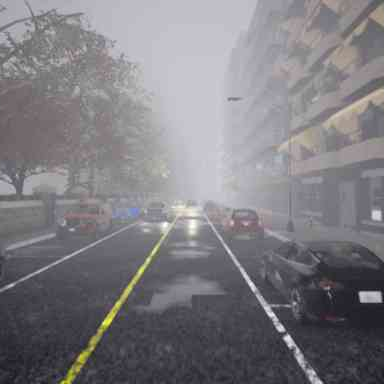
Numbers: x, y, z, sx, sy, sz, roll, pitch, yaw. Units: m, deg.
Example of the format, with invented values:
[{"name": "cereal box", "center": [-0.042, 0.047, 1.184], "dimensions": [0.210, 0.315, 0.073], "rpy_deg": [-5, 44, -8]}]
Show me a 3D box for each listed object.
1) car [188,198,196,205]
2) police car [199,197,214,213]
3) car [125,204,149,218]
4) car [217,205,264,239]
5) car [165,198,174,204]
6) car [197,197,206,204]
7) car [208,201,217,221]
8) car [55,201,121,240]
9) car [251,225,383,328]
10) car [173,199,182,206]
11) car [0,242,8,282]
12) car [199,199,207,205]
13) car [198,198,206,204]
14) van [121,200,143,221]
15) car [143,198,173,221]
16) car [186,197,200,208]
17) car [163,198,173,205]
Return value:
[{"name": "car", "center": [-0.082, 2.220, 78.027], "dimensions": [1.837, 1.490, 4.892], "rpy_deg": [0, -1, 0]}, {"name": "police car", "center": [2.321, 1.862, 43.362], "dimensions": [1.930, 1.638, 5.238], "rpy_deg": [0, -1, 0]}, {"name": "car", "center": [-5.728, 1.934, 35.220], "dimensions": [1.802, 1.307, 4.206], "rpy_deg": [0, -1, 0]}, {"name": "car", "center": [2.671, 1.619, 18.341], "dimensions": [1.967, 1.590, 4.097], "rpy_deg": [0, -1, 0]}, {"name": "car", "center": [-5.783, 2.348, 85.890], "dimensions": [1.967, 1.590, 4.097], "rpy_deg": [0, -1, 0]}, {"name": "car", "center": [2.591, 2.287, 91.532], "dimensions": [2.192, 1.841, 5.009], "rpy_deg": [0, -1, 0]}, {"name": "car", "center": [2.659, 1.820, 29.770], "dimensions": [1.752, 1.417, 4.829], "rpy_deg": [0, -1, 0]}, {"name": "car", "center": [-5.709, 1.494, 18.333], "dimensions": [2.192, 1.841, 5.009], "rpy_deg": [0, -1, 0]}, {"name": "car", "center": [2.683, 1.634, 7.080], "dimensions": [1.947, 1.339, 4.313], "rpy_deg": [0, -1, 0]}, {"name": "car", "center": [-3.075, 2.215, 71.404], "dimensions": [1.882, 1.535, 5.008], "rpy_deg": [0, -1, 0]}, {"name": "car", "center": [-5.697, 1.635, 7.071], "dimensions": [1.947, 1.339, 4.313], "rpy_deg": [0, -1, 0]}, {"name": "car", "center": [2.604, 2.387, 80.270], "dimensions": [1.887, 1.381, 4.507], "rpy_deg": [0, -1, 0]}, {"name": "car", "center": [2.598, 2.347, 85.900], "dimensions": [1.967, 1.590, 4.097], "rpy_deg": [0, -1, 0]}, {"name": "van", "center": [-5.721, 1.634, 29.592], "dimensions": [1.690, 1.788, 3.998], "rpy_deg": [0, -1, 0]}, {"name": "car", "center": [-3.129, 1.650, 30.133], "dimensions": [2.097, 1.767, 4.553], "rpy_deg": [0, -1, 0]}, {"name": "car", "center": [-0.066, 1.986, 61.761], "dimensions": [2.097, 1.767, 4.553], "rpy_deg": [0, -1, 0]}, {"name": "car", "center": [-5.777, 2.283, 80.262], "dimensions": [1.967, 1.590, 4.097], "rpy_deg": [0, -1, 0]}]
